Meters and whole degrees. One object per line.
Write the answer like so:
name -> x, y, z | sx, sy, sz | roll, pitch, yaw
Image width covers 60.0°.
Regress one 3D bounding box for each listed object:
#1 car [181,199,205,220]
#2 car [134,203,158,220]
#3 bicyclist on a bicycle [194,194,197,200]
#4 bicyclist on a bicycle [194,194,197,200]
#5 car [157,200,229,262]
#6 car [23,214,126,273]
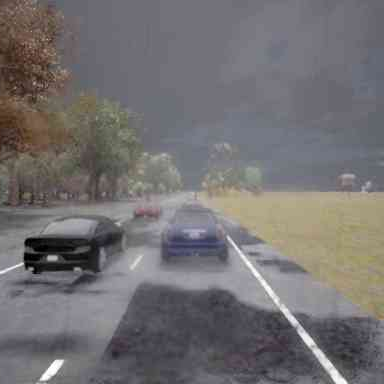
car -> 0.089, 1.430, 28.630 | 1.837, 1.490, 4.892 | 0, 0, 0
car -> -3.411, 1.530, 26.906 | 1.895, 1.301, 4.718 | 0, 0, 0
bicyclist on a bicycle -> 0.946, 1.217, 87.111 | 0.866, 1.612, 1.509 | 0, 0, 0
bicyclist on a bicycle -> 0.950, 1.169, 78.107 | 0.659, 1.776, 1.843 | 0, 0, 0
car -> 0.089, 1.320, 12.104 | 2.097, 1.767, 4.553 | 0, 0, 0
car -> -3.413, 1.449, 10.615 | 1.882, 1.535, 5.008 | 0, 1, 0
